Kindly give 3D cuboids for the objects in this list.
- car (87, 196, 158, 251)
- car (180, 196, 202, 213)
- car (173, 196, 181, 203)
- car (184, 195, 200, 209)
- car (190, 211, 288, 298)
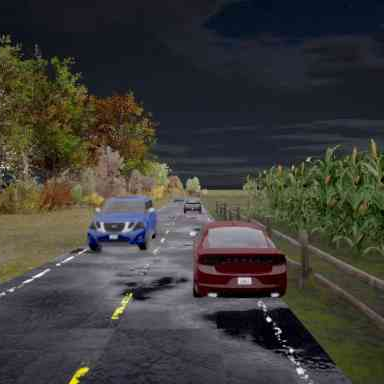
[{"bbox_3d":[-2.748,1.218,14.407,2.150,2.045,5.566,0,0,0],"label":"car"},{"bbox_3d":[0.078,1.486,35.999,2.128,1.511,4.902,0,0,0],"label":"car"},{"bbox_3d":[-2.743,1.559,68.968,1.994,1.385,4.181,0,0,0],"label":"car"},{"bbox_3d":[0.060,1.346,46.034,2.097,1.767,4.553,0,0,1],"label":"car"},{"bbox_3d":[0.964,1.475,8.554,1.882,1.535,5.008,0,0,0],"label":"car"}]
